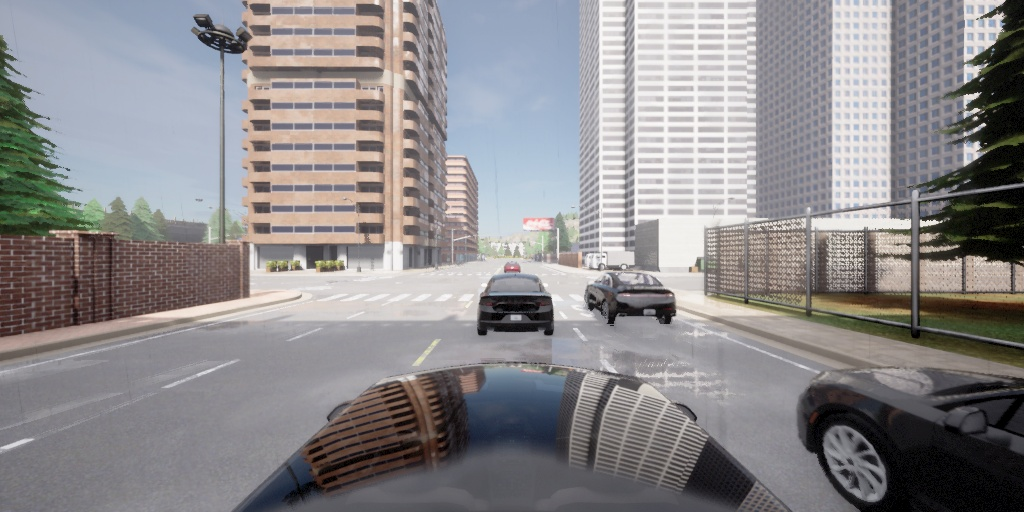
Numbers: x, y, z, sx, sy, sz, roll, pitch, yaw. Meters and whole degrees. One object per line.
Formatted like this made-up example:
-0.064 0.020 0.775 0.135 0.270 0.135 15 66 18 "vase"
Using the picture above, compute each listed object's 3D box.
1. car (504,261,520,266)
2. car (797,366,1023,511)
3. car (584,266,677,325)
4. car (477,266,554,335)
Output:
0.020 1.314 44.072 1.994 1.385 4.181 0 0 -1 "car"
3.606 1.256 1.371 1.837 1.490 4.892 0 0 0 "car"
3.646 1.243 11.764 2.128 1.511 4.902 0 0 1 "car"
0.084 1.228 10.489 1.882 1.535 5.008 0 0 0 "car"
